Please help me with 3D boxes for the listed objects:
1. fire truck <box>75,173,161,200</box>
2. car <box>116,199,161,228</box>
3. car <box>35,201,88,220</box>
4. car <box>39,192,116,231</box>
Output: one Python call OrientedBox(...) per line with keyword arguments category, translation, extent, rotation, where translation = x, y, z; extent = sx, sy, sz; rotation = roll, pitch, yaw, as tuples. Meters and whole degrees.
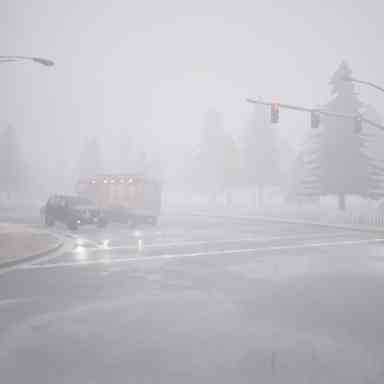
OrientedBox(category="fire truck", translation=(-6.760, 0.388, 29.452), extent=(8.468, 3.827, 2.891), rotation=(0, -1, 37))
OrientedBox(category="car", translation=(-4.390, 1.505, 22.772), extent=(5.008, 1.535, 1.882), rotation=(0, 0, 45))
OrientedBox(category="car", translation=(-11.299, 1.542, 28.671), extent=(4.674, 1.442, 1.812), rotation=(0, 0, 33))
OrientedBox(category="car", translation=(-7.392, 1.226, 20.953), extent=(2.150, 2.045, 5.566), rotation=(1, 0, -44))
